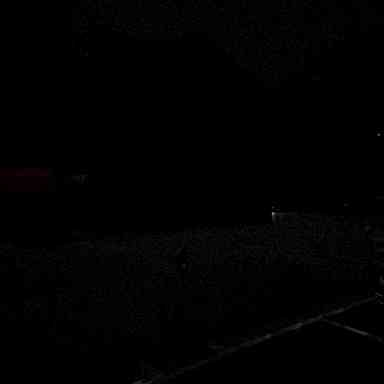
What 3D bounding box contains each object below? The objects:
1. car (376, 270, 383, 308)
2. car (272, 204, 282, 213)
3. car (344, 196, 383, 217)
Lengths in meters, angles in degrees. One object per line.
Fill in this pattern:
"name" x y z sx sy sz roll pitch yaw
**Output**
"car" 5.359 1.552 6.601 4.403 1.369 2.008 0 0 -35
"car" 8.874 1.828 41.152 1.812 1.442 4.674 0 -1 -35
"car" 16.695 1.389 30.133 2.150 2.045 5.566 0 -1 -35
